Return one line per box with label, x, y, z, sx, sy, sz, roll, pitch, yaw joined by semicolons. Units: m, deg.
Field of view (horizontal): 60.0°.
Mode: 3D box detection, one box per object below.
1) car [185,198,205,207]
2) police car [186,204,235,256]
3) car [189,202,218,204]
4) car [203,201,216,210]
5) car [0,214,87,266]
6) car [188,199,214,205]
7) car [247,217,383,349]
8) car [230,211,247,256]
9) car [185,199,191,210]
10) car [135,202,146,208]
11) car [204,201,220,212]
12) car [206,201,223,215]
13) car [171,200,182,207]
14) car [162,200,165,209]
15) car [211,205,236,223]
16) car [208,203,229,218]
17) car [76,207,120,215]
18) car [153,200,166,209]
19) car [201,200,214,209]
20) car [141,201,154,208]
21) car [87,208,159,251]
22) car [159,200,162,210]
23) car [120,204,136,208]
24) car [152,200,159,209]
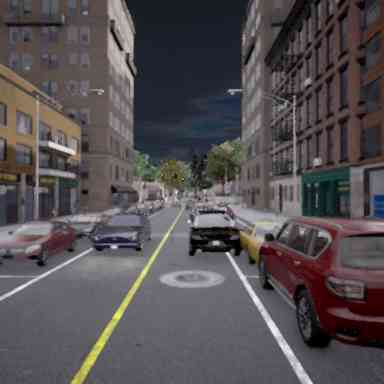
car;0.582;2.023;64.888;1.882;1.535;5.008;0;0;27
police car;0.816;1.537;13.824;1.930;1.638;5.238;0;0;0
car;0.809;1.717;23.713;1.812;1.442;4.674;0;0;0
car;2.601;2.001;50.491;1.802;1.307;4.206;0;-1;0
car;-5.395;1.678;11.854;1.802;1.307;4.206;0;0;0
car;0.804;1.697;29.904;1.801;1.575;5.366;0;0;0
car;2.634;1.367;6.350;2.192;1.841;5.009;0;0;0
car;2.625;1.623;12.034;1.752;1.417;4.829;0;0;0
car;-0.034;1.907;50.001;2.128;1.511;4.902;0;0;0
car;-5.407;1.796;28.410;1.947;1.339;4.313;0;0;0
car;2.605;1.915;44.974;1.887;1.381;4.507;0;-1;0
car;2.609;1.849;39.626;1.752;1.417;4.829;0;-1;0
car;-2.793;2.125;60.050;1.895;1.301;4.718;0;-1;0
car;-5.424;1.860;50.485;1.967;1.590;4.097;0;-1;0
car;2.618;1.811;28.420;1.802;1.307;4.206;0;0;0
car;2.613;1.857;33.937;1.802;1.307;4.206;0;0;0
car;-5.399;1.691;17.373;2.008;1.369;4.403;0;0;0
car;-5.428;2.050;56.002;1.802;1.307;4.206;0;-1;0
car;2.597;2.034;56.010;1.947;1.339;4.313;0;-1;0
car;-5.411;1.826;33.928;2.008;1.369;4.403;0;0;0
car;-2.859;1.668;14.893;2.033;1.411;5.357;0;0;0
car;-5.420;1.895;44.795;1.752;1.417;4.829;0;-1;0
car;-5.403;1.729;22.892;1.887;1.381;4.507;0;0;0
car;-5.416;1.763;39.448;1.967;1.590;4.097;0;0;0
